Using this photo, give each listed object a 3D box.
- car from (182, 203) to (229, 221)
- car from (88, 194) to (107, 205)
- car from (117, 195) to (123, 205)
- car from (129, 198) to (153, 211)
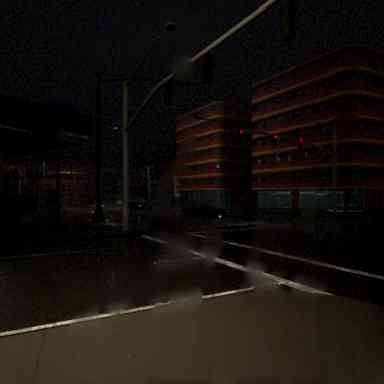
[{"bbox_3d":[1.057,1.601,27.659,1.895,1.301,4.718,0,0,-31],"label":"car"},{"bbox_3d":[-17.038,1.507,58.524,1.837,1.490,4.892,0,-1,-30],"label":"car"},{"bbox_3d":[-10.813,1.601,55.084,1.895,1.301,4.718,0,0,-31],"label":"car"},{"bbox_3d":[-6.370,1.527,40.272,1.812,1.442,4.674,0,1,-30],"label":"car"}]
